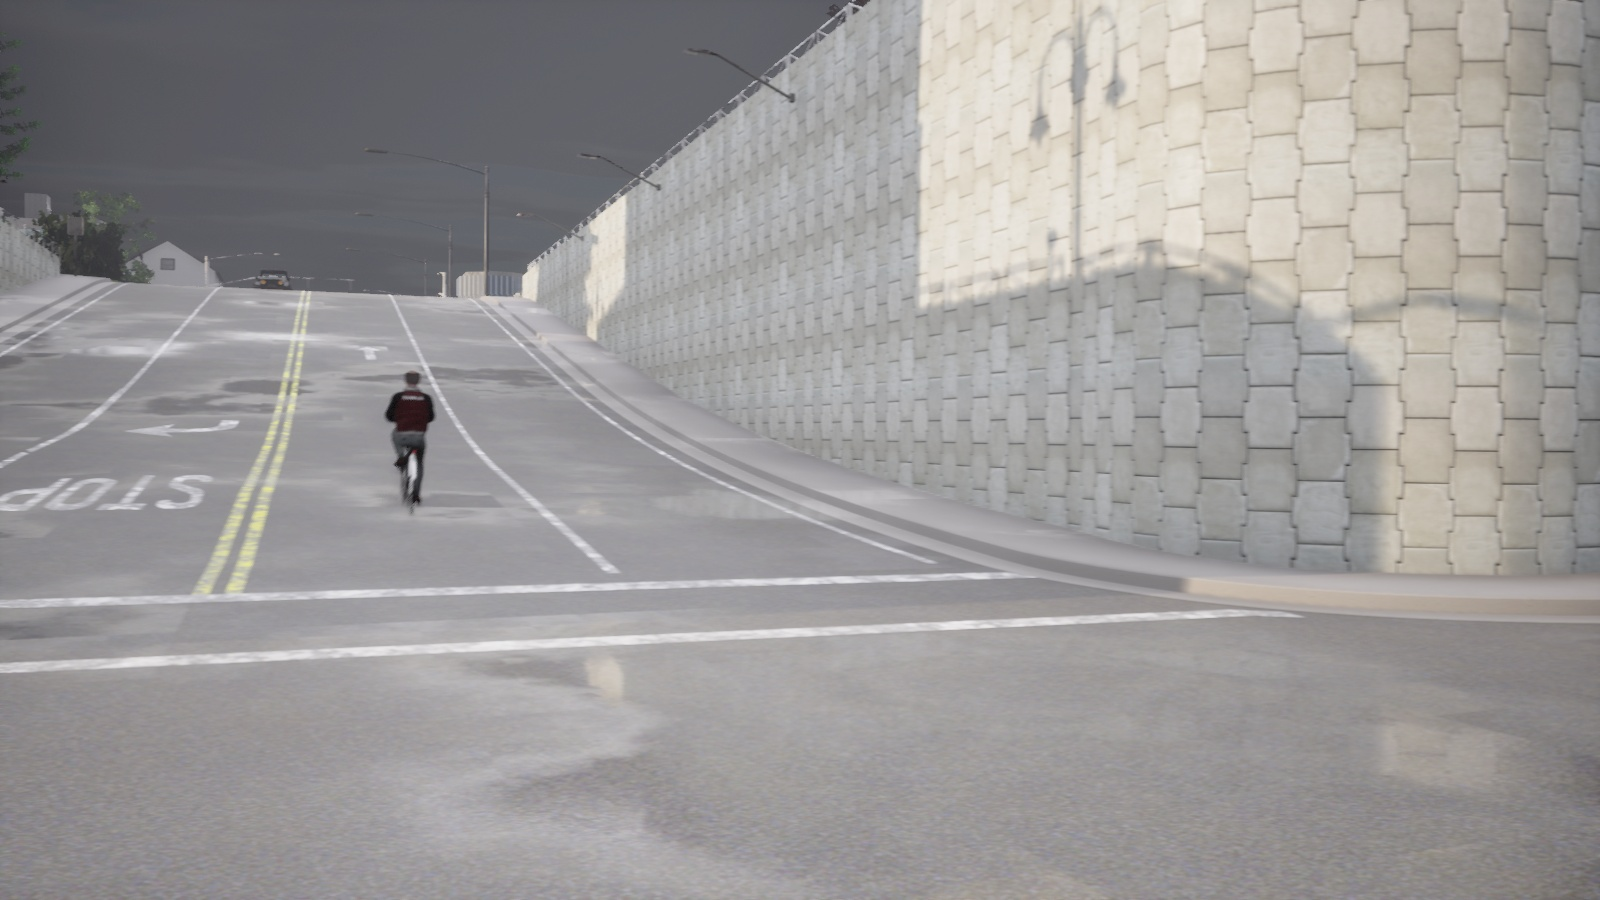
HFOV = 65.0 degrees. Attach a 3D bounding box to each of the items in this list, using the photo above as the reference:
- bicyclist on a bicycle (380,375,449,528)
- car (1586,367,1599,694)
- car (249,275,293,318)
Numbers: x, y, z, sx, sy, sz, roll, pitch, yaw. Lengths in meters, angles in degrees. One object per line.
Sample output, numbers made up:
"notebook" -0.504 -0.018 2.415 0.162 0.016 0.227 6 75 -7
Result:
"bicyclist on a bicycle" -4.935 -0.031 16.001 0.659 1.776 1.843 0 5 -22
"car" 6.952 0.445 6.652 4.605 1.855 1.932 -1 1 -10
"car" -27.404 -7.939 65.114 1.905 1.878 3.866 -2 2 -21
